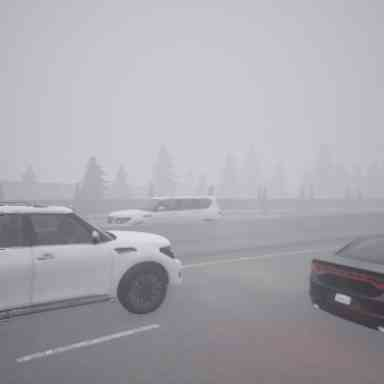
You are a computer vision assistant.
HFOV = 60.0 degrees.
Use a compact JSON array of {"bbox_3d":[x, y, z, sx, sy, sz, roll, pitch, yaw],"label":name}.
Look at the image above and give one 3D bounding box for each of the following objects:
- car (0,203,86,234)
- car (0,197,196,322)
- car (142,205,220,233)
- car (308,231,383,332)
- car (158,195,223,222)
[{"bbox_3d":[-8.765,1.443,18.910,4.892,1.490,1.837,0,0,-32],"label":"car"},{"bbox_3d":[-2.881,1.200,5.868,5.566,2.045,2.150,0,0,-34],"label":"car"},{"bbox_3d":[-0.630,1.521,19.683,4.181,1.385,1.994,0,0,-29],"label":"car"},{"bbox_3d":[4.412,1.464,6.286,5.008,1.535,1.882,0,0,-31],"label":"car"},{"bbox_3d":[-1.155,1.183,15.441,5.566,2.045,2.150,0,0,-30],"label":"car"}]
